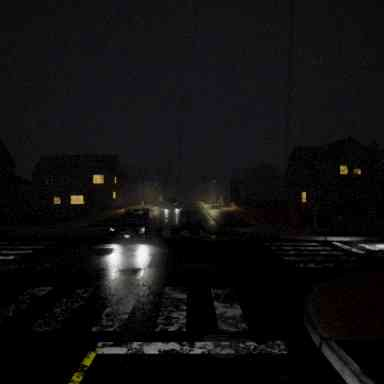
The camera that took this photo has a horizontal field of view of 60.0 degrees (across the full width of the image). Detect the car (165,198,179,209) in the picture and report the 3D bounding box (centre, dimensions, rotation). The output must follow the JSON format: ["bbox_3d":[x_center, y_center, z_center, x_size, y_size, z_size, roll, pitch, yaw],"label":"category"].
[{"bbox_3d":[-2.909,1.589,48.250,1.837,1.490,4.892,0,0,0],"label":"car"}]

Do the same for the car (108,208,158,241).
[{"bbox_3d":[-2.807,1.552,17.053,2.033,1.411,5.357,0,0,0],"label":"car"}]
